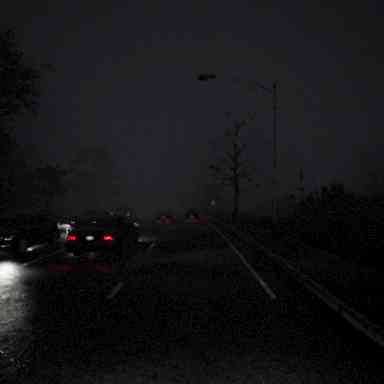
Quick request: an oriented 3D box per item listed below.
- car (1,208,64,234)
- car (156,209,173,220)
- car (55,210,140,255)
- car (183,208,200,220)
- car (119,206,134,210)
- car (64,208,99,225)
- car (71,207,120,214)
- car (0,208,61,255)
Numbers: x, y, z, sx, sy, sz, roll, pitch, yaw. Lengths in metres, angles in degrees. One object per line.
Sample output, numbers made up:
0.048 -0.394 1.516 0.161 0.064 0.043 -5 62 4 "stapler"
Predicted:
-10.590 1.848 22.602 1.882 1.535 5.008 0 -2 0 "car"
-3.507 2.909 43.331 1.895 1.301 4.718 0 -3 0 "car"
-3.403 1.643 13.588 2.033 1.411 5.357 0 -1 0 "car"
-0.009 2.780 42.624 1.837 1.490 4.892 0 -3 0 "car"
-7.080 2.255 34.521 2.097 1.767 4.553 0 -3 0 "car"
-10.589 2.331 32.351 1.812 1.442 4.674 0 -3 0 "car"
-7.088 1.984 24.198 2.033 1.411 5.357 0 -2 0 "car"
-7.093 1.605 13.700 1.837 1.490 4.892 0 -1 0 "car"
